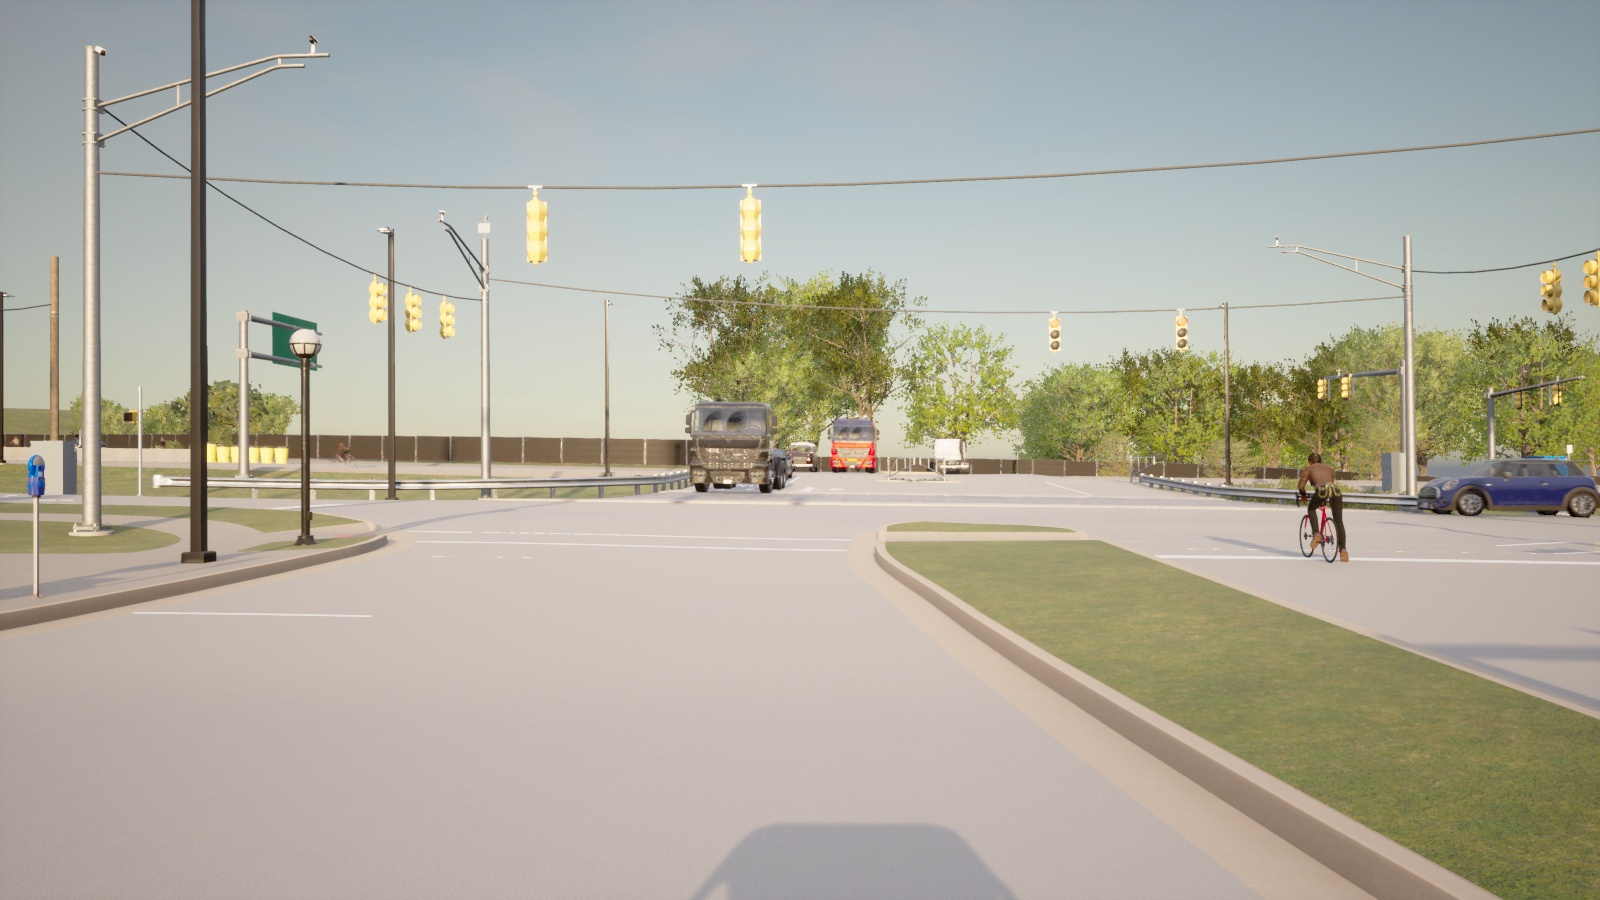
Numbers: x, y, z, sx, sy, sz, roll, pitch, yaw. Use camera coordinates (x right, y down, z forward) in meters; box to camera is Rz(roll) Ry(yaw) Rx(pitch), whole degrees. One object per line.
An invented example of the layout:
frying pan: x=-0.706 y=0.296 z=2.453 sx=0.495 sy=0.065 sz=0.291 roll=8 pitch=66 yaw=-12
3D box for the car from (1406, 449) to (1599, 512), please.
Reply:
car: x=20.274 y=0.874 z=36.215 sx=4.553 sy=1.767 sz=2.097 roll=0 pitch=-1 yaw=4

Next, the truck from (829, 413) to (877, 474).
truck: x=3.649 y=-0.393 z=84.363 sx=2.891 sy=3.827 sz=8.468 roll=0 pitch=0 yaw=5

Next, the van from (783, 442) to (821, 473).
van: x=0.162 y=0.496 z=84.986 sx=2.069 sy=2.038 sz=4.480 roll=0 pitch=0 yaw=6

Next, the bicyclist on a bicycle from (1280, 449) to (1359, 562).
bicyclist on a bicycle: x=7.829 y=0.808 z=18.989 sx=0.582 sy=1.620 sz=1.656 roll=0 pitch=0 yaw=4

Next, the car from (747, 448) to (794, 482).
car: x=-1.389 y=0.700 z=60.323 sx=1.812 sy=1.442 sz=4.674 roll=0 pitch=1 yaw=4

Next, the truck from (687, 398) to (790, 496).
truck: x=-2.239 y=-0.133 z=48.801 sx=2.891 sy=3.462 sz=7.936 roll=0 pitch=0 yaw=5
